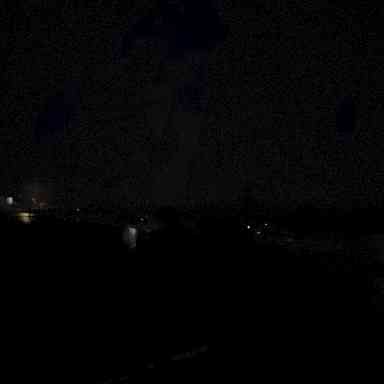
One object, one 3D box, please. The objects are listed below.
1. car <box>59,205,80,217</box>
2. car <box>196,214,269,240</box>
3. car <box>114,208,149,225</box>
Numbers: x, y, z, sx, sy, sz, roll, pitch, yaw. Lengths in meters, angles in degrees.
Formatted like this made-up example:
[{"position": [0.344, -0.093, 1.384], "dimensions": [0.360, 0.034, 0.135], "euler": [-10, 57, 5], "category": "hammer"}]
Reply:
[{"position": [-18.449, 2.690, 49.816], "dimensions": [2.097, 1.767, 4.553], "euler": [-3, 0, -35], "category": "car"}, {"position": [2.392, 2.026, 20.314], "dimensions": [1.895, 1.301, 4.718], "euler": [-3, 0, -37], "category": "car"}, {"position": [-5.903, 2.295, 31.947], "dimensions": [1.837, 1.490, 4.892], "euler": [-3, 0, -35], "category": "car"}]
